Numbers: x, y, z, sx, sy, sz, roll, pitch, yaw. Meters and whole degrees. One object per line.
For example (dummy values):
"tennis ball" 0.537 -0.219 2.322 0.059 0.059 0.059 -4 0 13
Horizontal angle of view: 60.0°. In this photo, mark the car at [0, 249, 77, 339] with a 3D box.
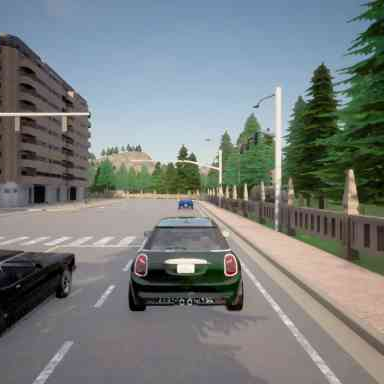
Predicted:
"car" -3.537 1.601 5.545 1.895 1.301 4.718 0 0 -1

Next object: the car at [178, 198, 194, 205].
"car" -0.823 1.478 44.304 1.882 1.535 5.008 0 0 -1

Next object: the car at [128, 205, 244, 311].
"car" -0.118 1.352 7.914 2.097 1.767 4.553 0 0 0
